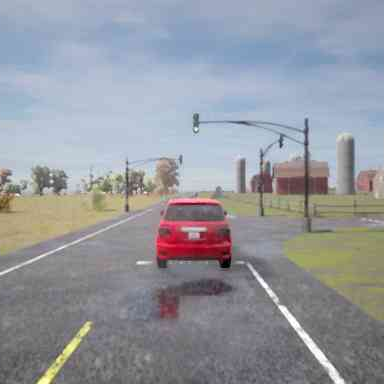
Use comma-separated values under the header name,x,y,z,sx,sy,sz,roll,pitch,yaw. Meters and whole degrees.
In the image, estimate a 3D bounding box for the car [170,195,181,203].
name,x,y,z,sx,sy,sz,roll,pitch,yaw
car,-3.489,1.485,71.465,2.033,1.411,5.357,0,0,0

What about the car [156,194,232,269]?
name,x,y,z,sx,sy,sz,roll,pitch,yaw
car,0.060,1.222,11.313,2.150,2.045,5.566,0,0,0

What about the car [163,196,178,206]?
name,x,y,z,sx,sy,sz,roll,pitch,yaw
car,-3.551,1.459,56.019,2.128,1.511,4.902,0,0,0

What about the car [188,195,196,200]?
name,x,y,z,sx,sy,sz,roll,pitch,yaw
car,0.012,1.353,83.211,1.895,1.301,4.718,0,0,0
